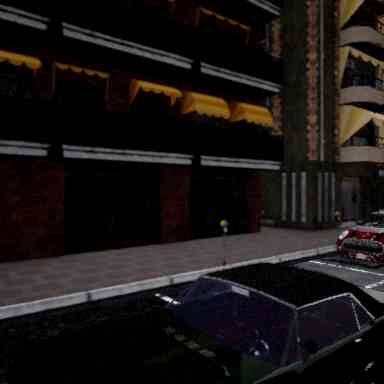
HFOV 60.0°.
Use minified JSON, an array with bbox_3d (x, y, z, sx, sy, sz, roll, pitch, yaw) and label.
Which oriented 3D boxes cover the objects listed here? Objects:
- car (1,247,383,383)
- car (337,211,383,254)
[{"bbox_3d":[0.617,1.583,3.552,4.718,1.301,1.895,-1,0,-36],"label":"car"},{"bbox_3d":[6.595,1.354,10.991,4.097,1.590,1.967,-1,1,-36],"label":"car"}]
